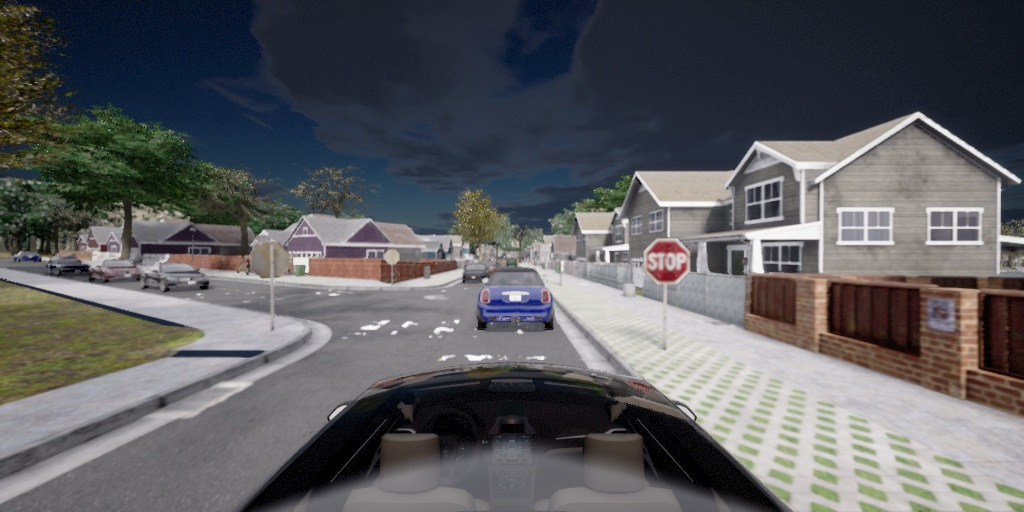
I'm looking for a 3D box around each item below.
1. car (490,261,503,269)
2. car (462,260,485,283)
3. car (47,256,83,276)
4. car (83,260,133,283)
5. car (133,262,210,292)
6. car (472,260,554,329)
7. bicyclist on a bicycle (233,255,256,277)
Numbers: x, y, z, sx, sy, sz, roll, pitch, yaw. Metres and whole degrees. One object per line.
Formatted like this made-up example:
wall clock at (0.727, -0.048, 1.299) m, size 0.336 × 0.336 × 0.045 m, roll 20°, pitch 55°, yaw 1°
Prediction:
car at (-2.787, 1.582, 65.125) m, size 2.033 × 1.411 × 5.357 m, roll 0°, pitch 0°, yaw 0°
car at (-2.863, 1.317, 29.066) m, size 1.882 × 1.535 × 5.008 m, roll 0°, pitch 0°, yaw 0°
car at (-37.151, 0.908, 30.168) m, size 4.718 × 1.301 × 1.895 m, roll 1°, pitch 1°, yaw 30°
car at (-26.971, 0.972, 24.400) m, size 4.674 × 1.442 × 1.812 m, roll 1°, pitch 1°, yaw 29°
car at (-18.457, 1.087, 19.557) m, size 4.674 × 1.442 × 1.812 m, roll 1°, pitch 1°, yaw 30°
car at (0.093, 1.128, 11.495) m, size 2.097 × 1.767 × 4.553 m, roll 0°, pitch 0°, yaw 0°
bicyclist on a bicycle at (-20.362, 0.755, 27.375) m, size 0.582 × 1.620 × 1.656 m, roll 1°, pitch 1°, yaw 30°
